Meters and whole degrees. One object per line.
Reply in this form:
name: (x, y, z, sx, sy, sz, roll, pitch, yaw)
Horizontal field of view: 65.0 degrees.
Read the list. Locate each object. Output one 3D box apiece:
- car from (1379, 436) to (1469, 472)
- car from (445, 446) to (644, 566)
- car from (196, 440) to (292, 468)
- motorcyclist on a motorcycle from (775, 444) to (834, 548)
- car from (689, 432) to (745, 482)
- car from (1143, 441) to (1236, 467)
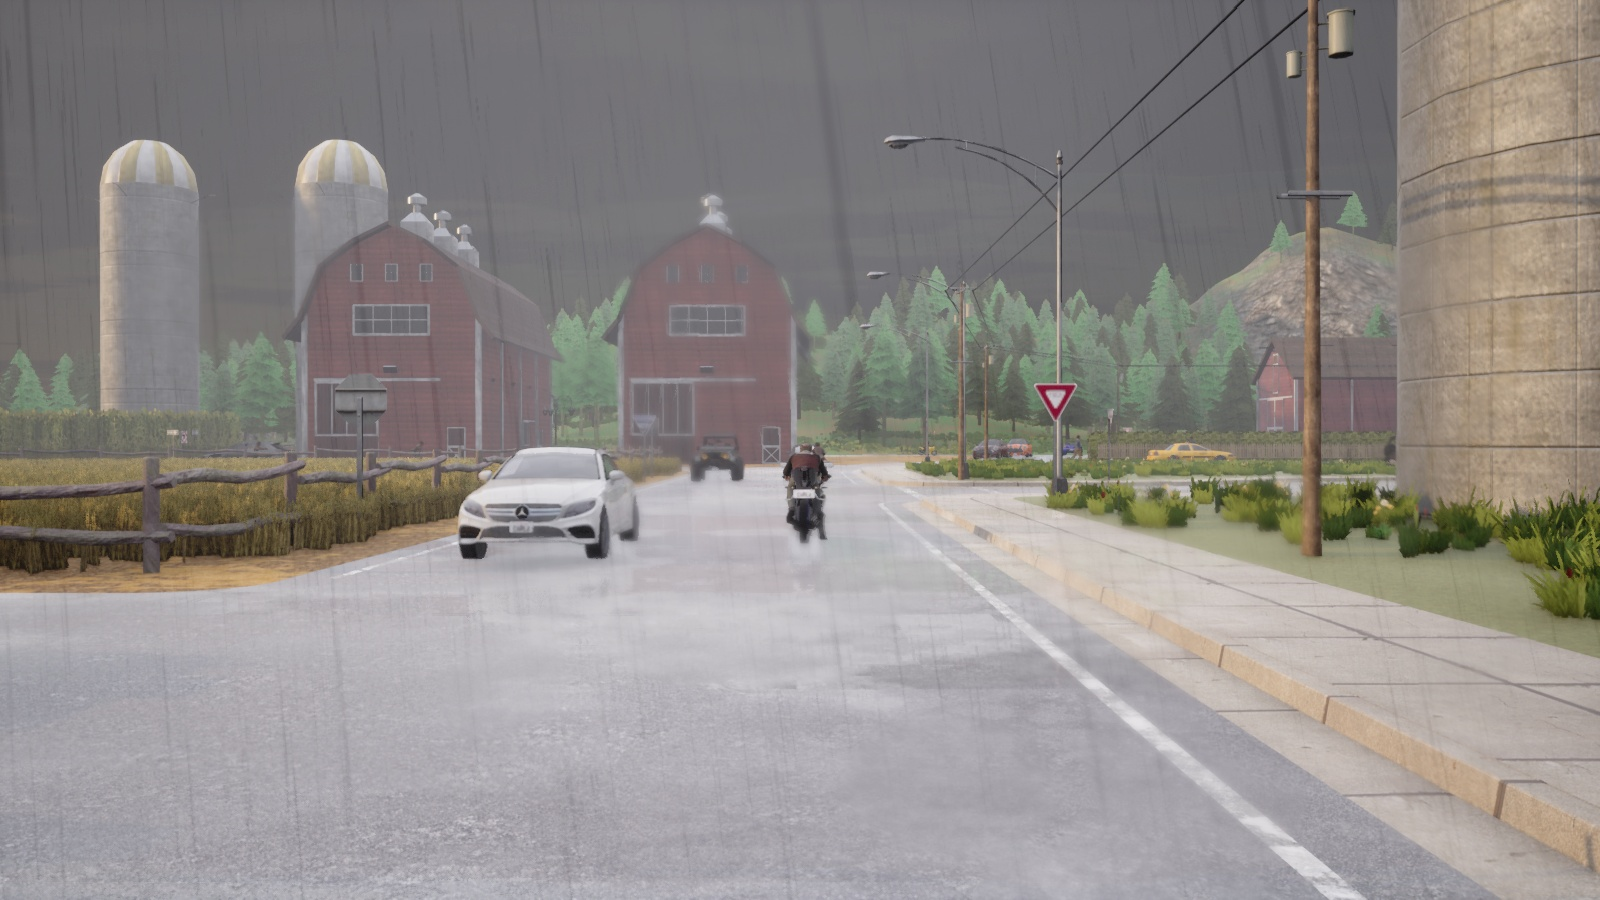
car: (33.224, 0.191, 66.951, 1.905, 1.878, 3.866, 0, 0, -31)
car: (-3.386, 0.670, 17.567, 1.812, 1.442, 4.674, 0, 0, 0)
car: (-33.132, 0.226, 74.939, 4.856, 1.649, 2.033, 0, 0, -3)
motorcyclist on a motorcycle: (0.091, 0.671, 19.620, 0.866, 1.530, 2.191, 0, 0, 2)
car: (-3.209, 0.262, 49.259, 1.905, 1.878, 3.866, 0, 0, 0)
car: (24.761, 0.253, 79.877, 5.366, 1.575, 1.801, 0, 0, 1)
